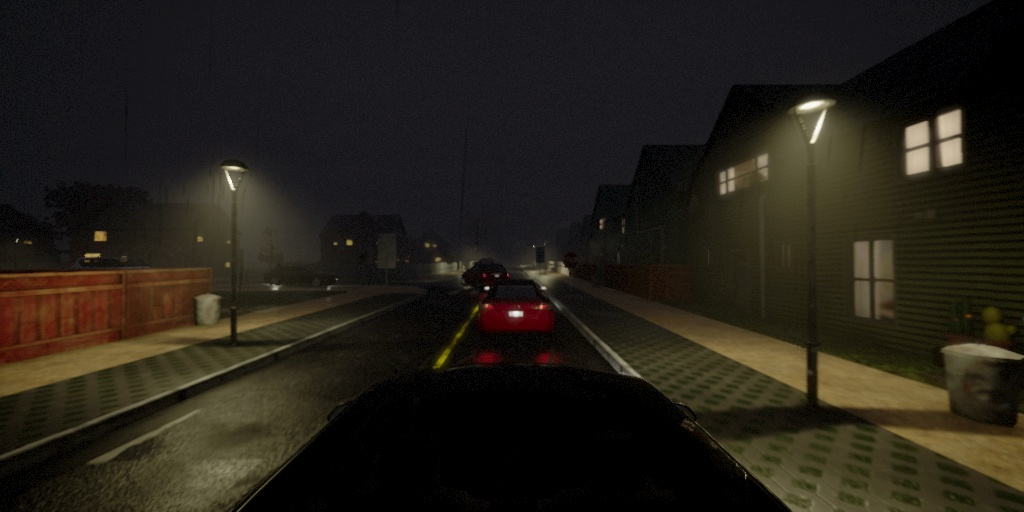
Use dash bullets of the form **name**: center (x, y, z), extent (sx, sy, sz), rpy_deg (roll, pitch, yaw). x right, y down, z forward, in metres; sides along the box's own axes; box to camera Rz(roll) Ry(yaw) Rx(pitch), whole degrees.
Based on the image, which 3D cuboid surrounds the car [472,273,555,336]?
- **car**: center (0.100, 1.374, 10.600), extent (1.994, 1.385, 4.181), rpy_deg (0, 0, 0)

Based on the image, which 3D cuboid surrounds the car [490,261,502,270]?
- **car**: center (-2.781, 1.666, 63.616), extent (1.882, 1.535, 5.008), rpy_deg (0, -1, 1)

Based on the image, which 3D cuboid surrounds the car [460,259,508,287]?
- **car**: center (-1.832, 1.252, 23.711), extent (2.097, 1.767, 4.553), rpy_deg (0, 0, -26)

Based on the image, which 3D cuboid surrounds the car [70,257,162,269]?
- **car**: center (-27.446, 1.109, 25.185), extent (5.566, 2.045, 2.150), rpy_deg (0, -1, 0)

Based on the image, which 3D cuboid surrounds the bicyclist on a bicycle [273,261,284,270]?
- **bicyclist on a bicycle**: center (-20.209, 1.297, 31.090), extent (0.582, 1.620, 1.656), rpy_deg (0, -1, 0)

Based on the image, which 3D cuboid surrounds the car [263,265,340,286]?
- **car**: center (-14.757, 1.398, 25.267), extent (4.892, 1.490, 1.837), rpy_deg (0, -1, 0)
